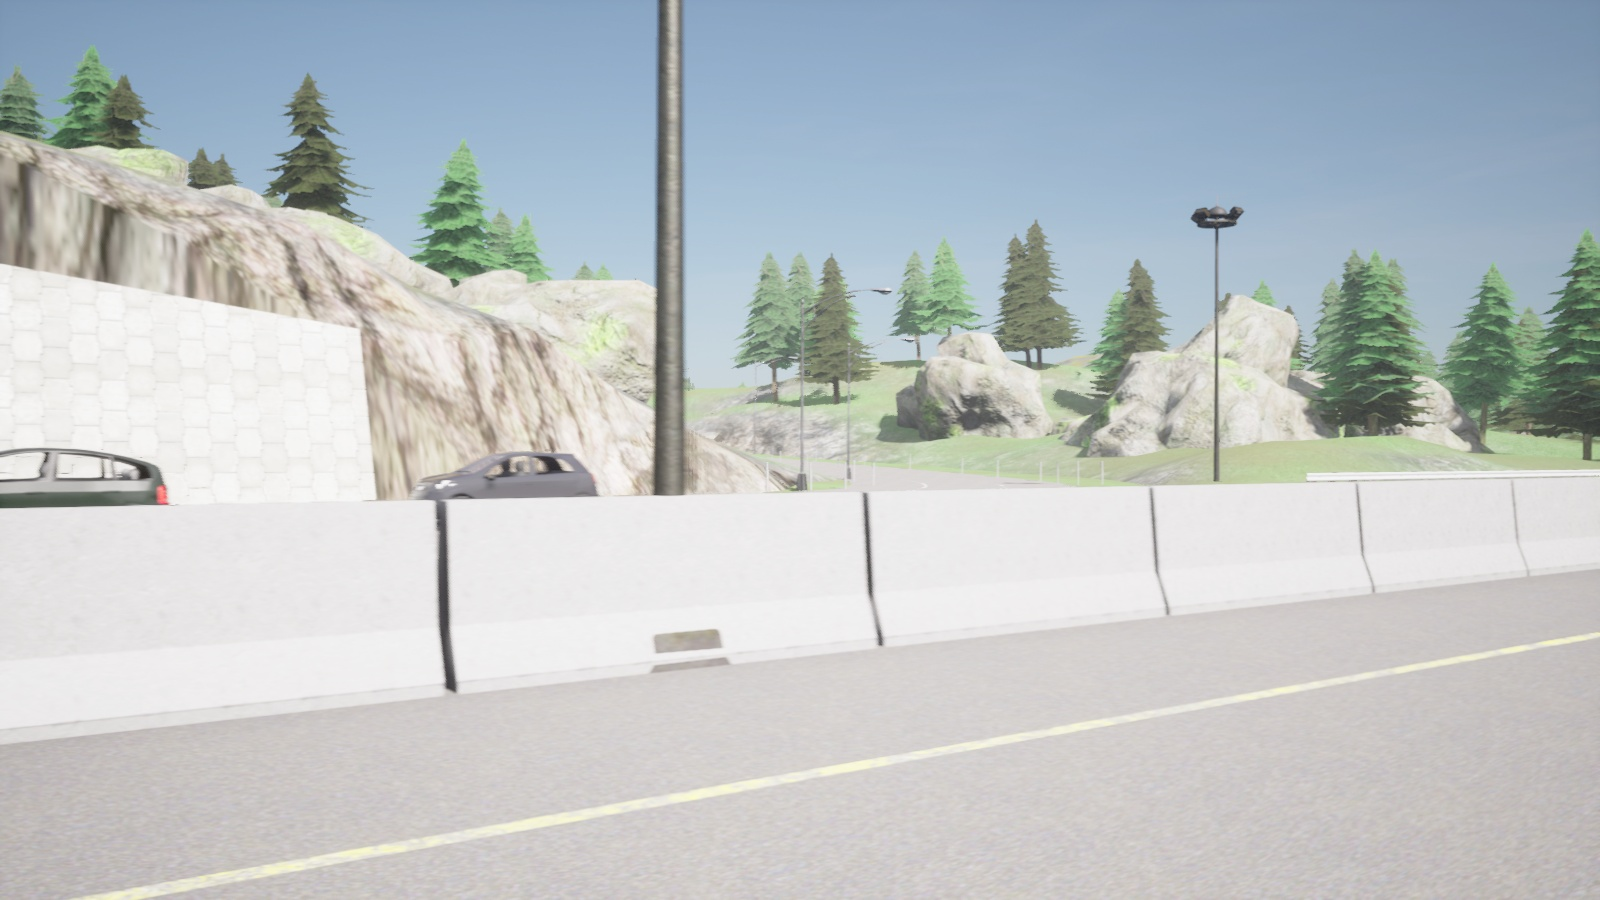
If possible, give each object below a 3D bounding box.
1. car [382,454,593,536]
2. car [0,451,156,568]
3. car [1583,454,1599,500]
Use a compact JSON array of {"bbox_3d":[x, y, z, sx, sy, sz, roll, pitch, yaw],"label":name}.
[{"bbox_3d":[-6.185,0.834,24.940,3.633,1.501,1.845,0,0,-35],"label":"car"},{"bbox_3d":[-11.062,0.789,17.281,3.705,1.549,1.789,0,0,-35],"label":"car"},{"bbox_3d":[26.987,0.832,39.500,5.357,1.411,2.033,0,0,-35],"label":"car"}]
